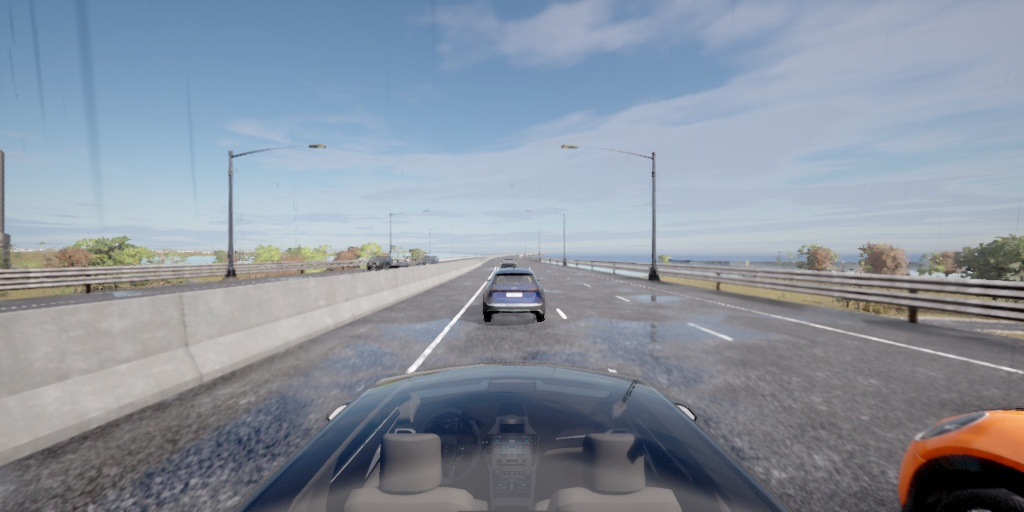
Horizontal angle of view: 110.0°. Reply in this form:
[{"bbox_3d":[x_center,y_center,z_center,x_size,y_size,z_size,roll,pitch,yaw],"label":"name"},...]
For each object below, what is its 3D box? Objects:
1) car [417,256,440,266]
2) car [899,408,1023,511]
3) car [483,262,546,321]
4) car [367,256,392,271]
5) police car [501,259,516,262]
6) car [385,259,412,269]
[{"bbox_3d":[-11.162,0.959,48.312,2.150,2.045,5.566,0,0,-1],"label":"car"},{"bbox_3d":[3.591,1.100,0.423,2.097,1.767,4.553,0,0,0],"label":"car"},{"bbox_3d":[0.055,1.179,12.526,2.033,1.649,4.856,0,0,0],"label":"car"},{"bbox_3d":[-18.186,0.962,49.773,2.150,2.045,5.566,0,0,-1],"label":"car"},{"bbox_3d":[-0.418,1.162,43.634,1.930,1.638,5.238,0,0,-1],"label":"police car"},{"bbox_3d":[-14.648,1.338,47.260,1.895,1.301,4.718,0,0,-1],"label":"car"}]
